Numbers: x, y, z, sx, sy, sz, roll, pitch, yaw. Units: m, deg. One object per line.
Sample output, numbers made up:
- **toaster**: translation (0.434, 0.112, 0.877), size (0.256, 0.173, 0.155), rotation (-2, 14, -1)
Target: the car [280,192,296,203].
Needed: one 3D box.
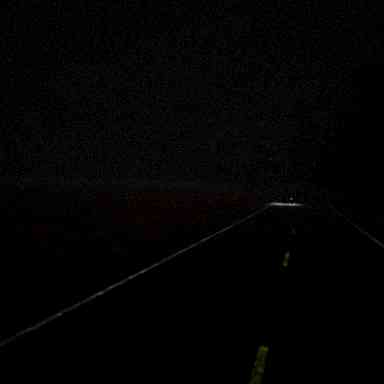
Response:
- **car**: translation (13.432, 0.759, 46.522), size (1.837, 1.490, 4.892), rotation (1, 2, 19)
